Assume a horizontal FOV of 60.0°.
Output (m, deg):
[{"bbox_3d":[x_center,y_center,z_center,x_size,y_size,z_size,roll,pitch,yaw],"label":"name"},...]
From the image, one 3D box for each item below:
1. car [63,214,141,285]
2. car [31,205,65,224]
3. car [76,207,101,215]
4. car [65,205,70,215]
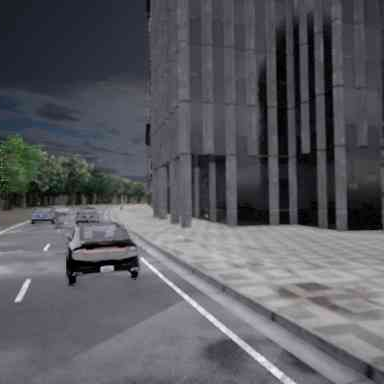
[{"bbox_3d":[-2.851,1.658,10.223,2.128,1.511,4.902,0,-1,-20],"label":"car"},{"bbox_3d":[-12.823,2.018,29.296,2.033,1.411,5.357,0,-1,-16],"label":"car"},{"bbox_3d":[-8.518,1.960,27.341,2.033,1.411,5.357,0,-1,-17],"label":"car"},{"bbox_3d":[-15.970,2.210,40.207,1.895,1.301,4.718,0,-1,-13],"label":"car"}]
